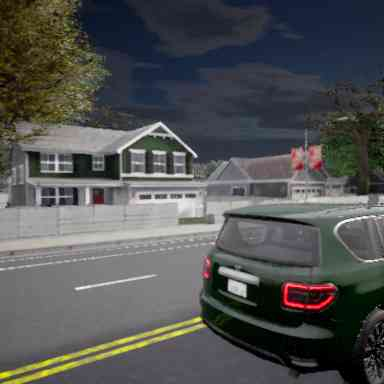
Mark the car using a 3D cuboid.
[{"bbox_3d":[2.718,1.186,5.413,5.566,2.045,2.150,-1,0,-35],"label":"car"}]
